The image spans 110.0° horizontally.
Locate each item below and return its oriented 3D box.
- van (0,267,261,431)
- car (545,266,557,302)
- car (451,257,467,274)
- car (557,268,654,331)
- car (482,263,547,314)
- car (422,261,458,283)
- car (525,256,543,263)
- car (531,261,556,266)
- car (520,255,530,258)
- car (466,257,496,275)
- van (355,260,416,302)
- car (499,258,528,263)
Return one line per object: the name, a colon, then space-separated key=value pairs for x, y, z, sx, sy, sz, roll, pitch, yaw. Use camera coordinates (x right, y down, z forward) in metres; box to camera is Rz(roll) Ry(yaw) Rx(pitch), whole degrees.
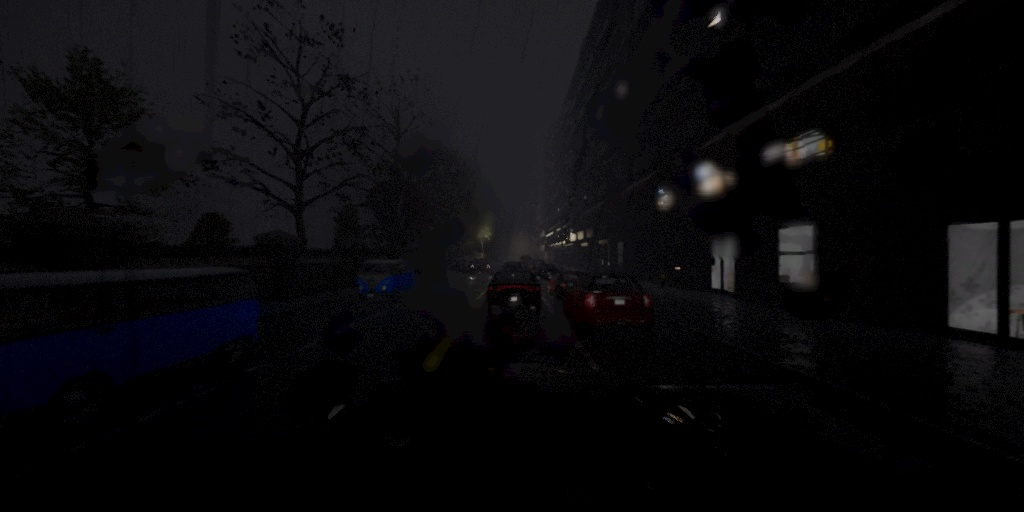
van: x=-5.689 y=1.084 z=5.257 sx=1.690 sy=1.789 sz=3.998 roll=0 pitch=0 yaw=0
car: x=2.689 y=1.302 z=16.520 sx=1.802 sy=1.307 sz=4.207 roll=0 pitch=0 yaw=0
car: x=-5.695 y=0.996 z=39.038 sx=2.192 sy=1.841 sz=5.009 roll=0 pitch=0 yaw=0
car: x=2.690 y=1.171 z=10.889 sx=1.967 sy=1.591 sz=4.097 roll=0 pitch=0 yaw=0
car: x=0.090 y=1.204 z=13.774 sx=1.882 sy=1.535 sz=5.008 roll=0 pitch=0 yaw=0
car: x=-5.694 y=1.265 z=27.778 sx=1.948 sy=1.339 sz=4.313 roll=0 pitch=0 yaw=0
car: x=2.685 y=1.121 z=39.040 sx=1.967 sy=1.591 sz=4.097 roll=0 pitch=0 yaw=0
car: x=2.686 y=1.265 z=27.780 sx=1.948 sy=1.339 sz=4.313 roll=0 pitch=0 yaw=0
car: x=2.382 y=0.884 z=63.981 sx=2.150 sy=2.045 sz=5.566 roll=0 pitch=0 yaw=0
car: x=-3.101 y=1.037 z=36.876 sx=2.097 sy=1.767 sz=4.553 roll=0 pitch=0 yaw=0
van: x=-5.692 y=1.061 z=16.518 sx=1.690 sy=1.789 sz=3.998 roll=0 pitch=0 yaw=0
car: x=0.089 y=1.201 z=30.065 sx=1.837 sy=1.490 sz=4.892 roll=0 pitch=0 yaw=0
